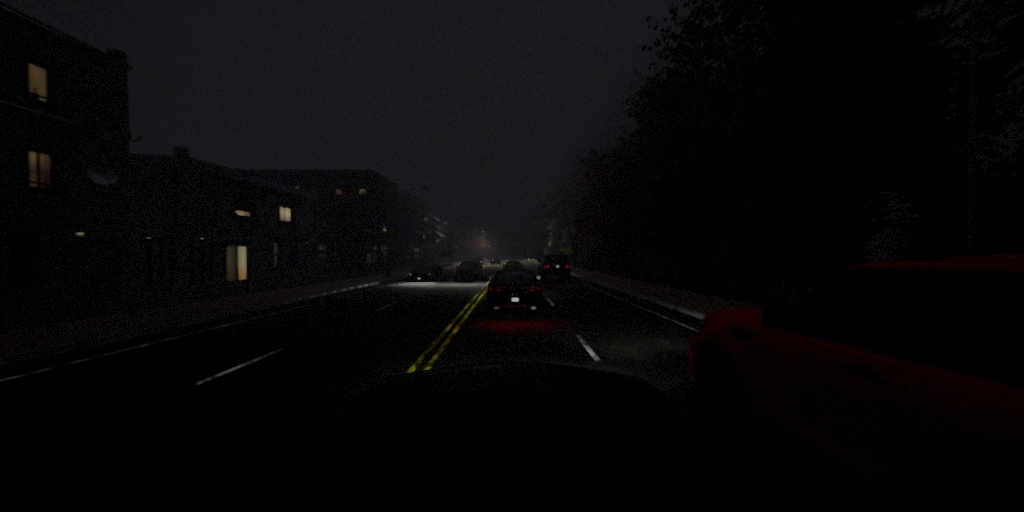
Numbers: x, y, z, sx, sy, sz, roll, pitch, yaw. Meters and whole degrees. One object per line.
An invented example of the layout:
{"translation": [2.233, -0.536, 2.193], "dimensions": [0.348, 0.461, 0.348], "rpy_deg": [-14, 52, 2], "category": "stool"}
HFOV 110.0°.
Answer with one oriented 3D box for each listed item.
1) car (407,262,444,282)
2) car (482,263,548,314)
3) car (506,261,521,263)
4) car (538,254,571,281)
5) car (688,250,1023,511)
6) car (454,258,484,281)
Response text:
{"translation": [-6.579, 1.197, 28.070], "dimensions": [2.033, 1.411, 5.357], "rpy_deg": [0, 0, 0], "category": "car"}
{"translation": [0.105, 1.183, 13.564], "dimensions": [1.882, 1.535, 5.008], "rpy_deg": [0, 0, 0], "category": "car"}
{"translation": [0.122, 1.166, 31.073], "dimensions": [1.812, 1.442, 4.674], "rpy_deg": [0, 0, 0], "category": "car"}
{"translation": [3.370, 0.869, 29.117], "dimensions": [2.150, 2.045, 5.566], "rpy_deg": [0, 0, 0], "category": "car"}
{"translation": [3.315, 0.973, 2.227], "dimensions": [2.150, 2.045, 5.566], "rpy_deg": [0, 1, 0], "category": "car"}
{"translation": [-3.327, 1.127, 28.402], "dimensions": [1.882, 1.535, 5.008], "rpy_deg": [0, 0, 0], "category": "car"}
